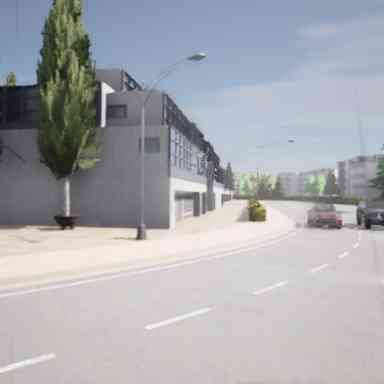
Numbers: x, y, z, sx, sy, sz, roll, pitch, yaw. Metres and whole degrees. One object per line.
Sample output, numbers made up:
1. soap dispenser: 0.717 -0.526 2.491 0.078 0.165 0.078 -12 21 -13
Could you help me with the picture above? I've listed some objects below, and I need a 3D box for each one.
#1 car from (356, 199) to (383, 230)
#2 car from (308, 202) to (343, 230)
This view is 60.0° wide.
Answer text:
1. car: 13.175 1.542 23.617 2.150 2.045 5.566 1 0 18
2. car: 9.364 1.641 23.546 2.097 1.767 4.553 0 -1 19
